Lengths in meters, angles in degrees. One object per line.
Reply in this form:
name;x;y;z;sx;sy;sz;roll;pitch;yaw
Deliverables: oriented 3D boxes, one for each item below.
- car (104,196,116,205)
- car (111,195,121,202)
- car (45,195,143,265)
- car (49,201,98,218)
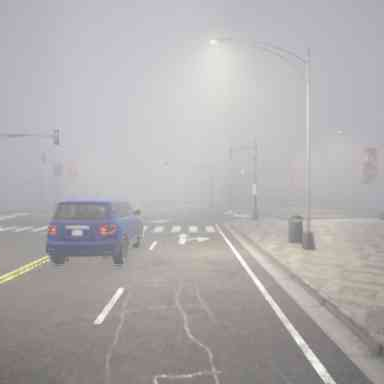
car;-15.195;1.549;61.997;1.812;1.442;4.674;0;0;-9
car;-17.768;1.513;77.877;1.882;1.535;5.008;0;0;-9
car;-3.156;1.220;11.805;2.150;2.045;5.566;0;0;0
car;-10.971;1.564;30.782;4.181;1.385;1.994;0;0;28
